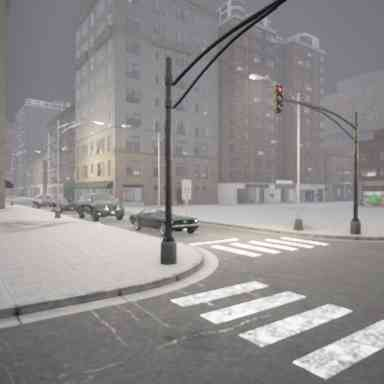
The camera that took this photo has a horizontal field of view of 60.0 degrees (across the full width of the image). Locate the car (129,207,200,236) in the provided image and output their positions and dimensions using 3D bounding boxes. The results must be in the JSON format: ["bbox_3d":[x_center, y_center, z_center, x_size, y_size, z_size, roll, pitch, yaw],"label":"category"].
[{"bbox_3d":[-1.620,1.533,18.171,1.895,1.301,4.718,0,0,-36],"label":"car"}]

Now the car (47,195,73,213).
[{"bbox_3d":[-13.121,1.317,34.341,1.882,1.535,5.008,0,0,-36],"label":"car"}]

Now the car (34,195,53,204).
[{"bbox_3d":[-25.352,1.277,56.584,2.033,1.411,5.357,0,0,-35],"label":"car"}]

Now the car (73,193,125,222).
[{"bbox_3d":[-7.257,1.107,26.079,2.150,2.045,5.566,0,0,-35],"label":"car"}]

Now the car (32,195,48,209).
[{"bbox_3d":[-19.018,1.145,42.682,2.097,1.767,4.553,0,0,-35],"label":"car"}]
